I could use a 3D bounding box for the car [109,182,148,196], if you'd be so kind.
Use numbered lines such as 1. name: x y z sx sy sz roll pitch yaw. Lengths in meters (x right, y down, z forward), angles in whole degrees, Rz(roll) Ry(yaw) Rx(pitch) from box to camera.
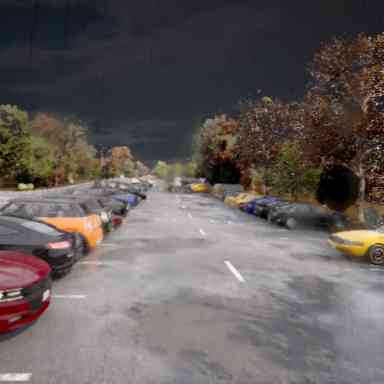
1. car: -8.225 -0.381 43.743 4.792 1.488 2.163 3 3 -5

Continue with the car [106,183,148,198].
1. car: -7.922 -0.211 40.980 4.792 1.488 2.163 3 3 -5

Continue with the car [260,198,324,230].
1. car: 7.030 1.422 20.032 4.892 1.521 2.231 3 2 -5

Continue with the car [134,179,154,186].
1. car: -12.112 -2.399 84.430 4.892 1.521 2.231 3 4 -5

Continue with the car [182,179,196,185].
1. car: 0.956 -1.635 82.833 5.366 1.575 1.946 3 4 -5

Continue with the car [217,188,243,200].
1. car: 5.575 0.700 36.696 4.792 1.488 2.163 3 3 -5

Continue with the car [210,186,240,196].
1. car: 5.047 0.375 42.359 4.674 1.452 2.002 3 3 -5

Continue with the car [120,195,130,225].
1. car: -5.696 0.958 16.022 4.792 1.488 2.163 3 1 -5

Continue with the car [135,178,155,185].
1. car: -13.051 -2.980 92.809 5.366 1.575 1.946 3 4 -5

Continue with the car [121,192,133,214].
1. car: -6.003 0.863 18.791 4.792 1.488 2.163 3 2 -5

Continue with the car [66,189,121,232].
1. car: -5.437 0.887 13.243 4.553 1.767 2.185 3 1 -5

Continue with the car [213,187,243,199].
1. car: 5.292 0.542 39.590 4.674 1.452 2.002 3 3 -5

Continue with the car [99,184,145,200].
1. car: -6.971 0.377 29.888 4.892 1.521 2.231 3 2 -5

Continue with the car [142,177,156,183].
1. car: -11.376 -1.838 76.153 5.008 1.535 2.097 3 4 -5

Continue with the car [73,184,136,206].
1. car: -6.246 0.607 21.561 4.553 1.767 2.185 3 2 -5

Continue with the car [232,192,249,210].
1. car: 6.248 1.115 28.490 4.792 1.488 2.163 3 2 -5

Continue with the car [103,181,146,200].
1. car: -7.666 -0.199 38.202 4.553 1.767 2.185 3 3 -5

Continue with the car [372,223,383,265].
1. car: 8.029 1.735 9.057 5.008 1.535 2.097 3 1 -5

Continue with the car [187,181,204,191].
1. car: 2.105 -0.885 71.961 5.008 1.535 2.097 3 4 -5

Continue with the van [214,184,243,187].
1. van: 4.696 -0.055 44.991 4.442 1.987 1.878 2 3 -5

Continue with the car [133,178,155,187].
1. car: -11.166 -1.623 73.393 4.792 1.488 2.163 3 4 -5

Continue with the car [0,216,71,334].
1. car: -4.729 1.209 4.921 5.008 1.535 2.097 3 1 -5

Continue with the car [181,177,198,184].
1. car: 0.691 -2.247 88.342 5.566 2.045 2.435 3 4 -5

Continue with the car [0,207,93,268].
1. car: -4.973 1.191 7.700 4.674 1.452 2.002 3 1 -5

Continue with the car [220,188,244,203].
1. car: 5.980 0.825 33.931 5.366 1.575 1.946 3 3 -5

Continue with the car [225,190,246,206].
1. car: 6.227 0.967 31.150 5.366 1.575 1.946 3 3 -5

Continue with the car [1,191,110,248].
1. car: -5.187 0.961 10.475 4.553 1.767 2.185 3 1 -5

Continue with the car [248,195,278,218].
1. car: 6.770 1.315 22.936 5.008 1.535 2.097 3 2 -5

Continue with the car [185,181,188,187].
1. car: 1.381 -1.397 80.100 4.674 1.452 2.002 3 4 -5

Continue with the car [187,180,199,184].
1. car: 1.903 -1.195 74.710 4.553 1.767 2.185 3 4 -5

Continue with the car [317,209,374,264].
1. car: 7.589 1.657 11.817 5.366 1.575 1.946 3 1 -5

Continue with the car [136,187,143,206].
1. car: -6.749 0.535 27.122 4.792 1.488 2.163 3 2 -5

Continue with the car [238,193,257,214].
1. car: 6.521 1.205 25.713 5.008 1.535 2.097 3 2 -5

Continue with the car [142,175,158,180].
1. car: -11.586 -2.275 78.898 5.566 2.045 2.435 3 4 -5

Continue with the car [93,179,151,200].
1. car: -7.171 -0.014 32.654 5.566 2.045 2.435 3 3 -5

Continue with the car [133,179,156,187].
1. car: -11.688 -2.208 81.687 5.366 1.575 1.946 3 4 -5

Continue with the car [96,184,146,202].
1. car: -7.464 0.084 35.441 5.008 1.535 2.097 3 3 -5

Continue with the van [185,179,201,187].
1. van: 0.276 -2.598 93.981 4.442 1.987 1.878 3 4 -5
